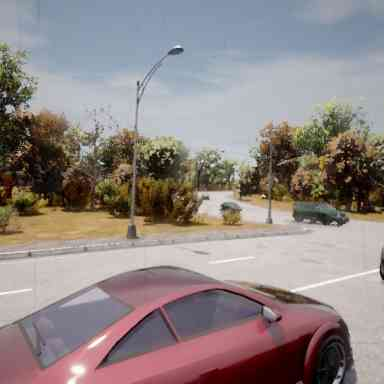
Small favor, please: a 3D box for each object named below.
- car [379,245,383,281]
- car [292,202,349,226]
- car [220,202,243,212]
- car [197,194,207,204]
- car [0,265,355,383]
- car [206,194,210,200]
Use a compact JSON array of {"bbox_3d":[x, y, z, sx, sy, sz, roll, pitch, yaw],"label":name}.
[{"bbox_3d":[6.967,1.484,8.770,4.553,1.767,2.097,2,-1,-36],"label":"car"},{"bbox_3d":[11.923,2.009,31.238,2.150,2.045,5.566,3,-2,-26],"label":"car"},{"bbox_3d":[5.498,2.147,46.832,1.837,1.490,4.892,3,0,-17],"label":"car"},{"bbox_3d":[1.055,1.498,65.031,1.812,1.442,4.674,2,2,-9],"label":"car"},{"bbox_3d":[-0.051,1.571,3.713,4.181,1.385,1.994,0,0,-36],"label":"car"},{"bbox_3d":[3.106,1.114,78.681,2.128,1.511,4.902,2,2,-1],"label":"car"}]
